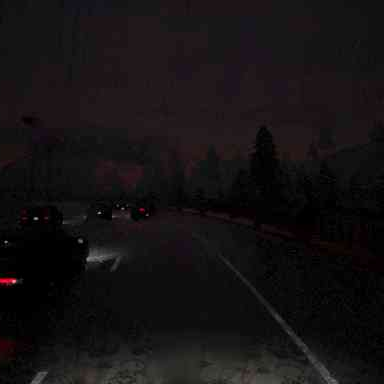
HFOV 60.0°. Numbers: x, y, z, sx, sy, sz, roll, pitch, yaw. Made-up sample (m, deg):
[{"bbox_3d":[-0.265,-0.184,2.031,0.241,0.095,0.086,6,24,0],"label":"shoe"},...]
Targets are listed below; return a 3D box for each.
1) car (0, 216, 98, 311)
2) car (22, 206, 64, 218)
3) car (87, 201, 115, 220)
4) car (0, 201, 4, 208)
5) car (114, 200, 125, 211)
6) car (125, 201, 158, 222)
[{"bbox_3d":[-3.901,1.563,8.002,2.033,1.411,5.357,0,0,-5],"label":"car"},{"bbox_3d":[-9.697,1.603,21.833,2.033,1.411,5.357,0,0,-14],"label":"car"},{"bbox_3d":[-7.834,1.624,28.081,1.994,1.385,4.181,0,0,-16],"label":"car"},{"bbox_3d":[-26.953,1.746,45.523,1.812,1.442,4.674,0,0,-31],"label":"car"},{"bbox_3d":[-9.209,1.699,41.910,1.895,1.301,4.718,0,0,-24],"label":"car"},{"bbox_3d":[-4.002,1.533,27.339,2.128,1.511,4.902,0,0,-15],"label":"car"}]
